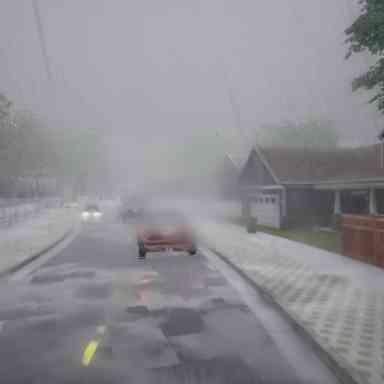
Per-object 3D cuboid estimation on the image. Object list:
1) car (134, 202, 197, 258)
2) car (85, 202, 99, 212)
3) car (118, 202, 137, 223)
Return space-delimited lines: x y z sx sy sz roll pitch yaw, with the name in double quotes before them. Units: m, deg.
"car" -1.183 1.483 13.641 2.097 1.767 4.553 0 -1 -10
"car" -13.811 2.024 45.839 1.895 1.301 4.718 0 -1 -18
"car" -5.043 1.617 28.359 2.097 1.767 4.553 0 -1 -18
